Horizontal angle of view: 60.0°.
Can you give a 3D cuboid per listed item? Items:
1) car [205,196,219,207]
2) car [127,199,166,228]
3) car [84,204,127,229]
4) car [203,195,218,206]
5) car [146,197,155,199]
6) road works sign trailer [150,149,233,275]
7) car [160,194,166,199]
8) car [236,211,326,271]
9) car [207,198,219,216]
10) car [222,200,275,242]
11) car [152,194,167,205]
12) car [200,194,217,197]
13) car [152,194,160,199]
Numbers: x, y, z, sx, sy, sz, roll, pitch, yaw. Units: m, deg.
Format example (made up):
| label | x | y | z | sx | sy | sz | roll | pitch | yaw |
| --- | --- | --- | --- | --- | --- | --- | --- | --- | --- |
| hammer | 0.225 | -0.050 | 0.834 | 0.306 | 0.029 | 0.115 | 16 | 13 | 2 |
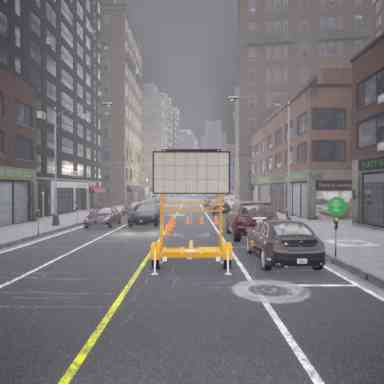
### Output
| label | x | y | z | sx | sy | sz | roll | pitch | yaw |
| --- | --- | --- | --- | --- | --- | --- | --- | --- | --- |
| car | 2.785 | 1.512 | 38.450 | 1.752 | 1.417 | 4.829 | -1 | 0 | 0 |
| car | -3.038 | 1.473 | 22.324 | 1.882 | 1.535 | 5.008 | 0 | 0 | 0 |
| car | -5.711 | 1.577 | 21.731 | 1.802 | 1.307 | 4.206 | -1 | 0 | 0 |
| car | 2.767 | 1.543 | 49.292 | 1.947 | 1.339 | 4.313 | -1 | 0 | 0 |
| car | -5.739 | 1.569 | 38.254 | 1.802 | 1.307 | 4.206 | -1 | 0 | 0 |
| road works sign trailer | -0.018 | 0.462 | 10.425 | 2.380 | 3.560 | 2.880 | 0 | 0 | 0 |
| car | -5.770 | 1.286 | 54.778 | 2.192 | 1.841 | 5.009 | -1 | 0 | 0 |
| car | 2.832 | 1.549 | 10.749 | 2.008 | 1.369 | 4.403 | -1 | 0 | 0 |
| car | 2.795 | 1.556 | 32.774 | 1.947 | 1.339 | 4.313 | -1 | 0 | 0 |
| car | 2.820 | 1.312 | 16.255 | 2.192 | 1.841 | 5.009 | -1 | 0 | 0 |
| car | -5.779 | 1.280 | 60.285 | 2.192 | 1.841 | 5.009 | -1 | 0 | 0 |
| car | 2.758 | 1.537 | 54.799 | 1.947 | 1.339 | 4.313 | -1 | 0 | 0 |
| car | -5.750 | 1.422 | 43.762 | 1.967 | 1.590 | 4.097 | -1 | 0 | 0 |
